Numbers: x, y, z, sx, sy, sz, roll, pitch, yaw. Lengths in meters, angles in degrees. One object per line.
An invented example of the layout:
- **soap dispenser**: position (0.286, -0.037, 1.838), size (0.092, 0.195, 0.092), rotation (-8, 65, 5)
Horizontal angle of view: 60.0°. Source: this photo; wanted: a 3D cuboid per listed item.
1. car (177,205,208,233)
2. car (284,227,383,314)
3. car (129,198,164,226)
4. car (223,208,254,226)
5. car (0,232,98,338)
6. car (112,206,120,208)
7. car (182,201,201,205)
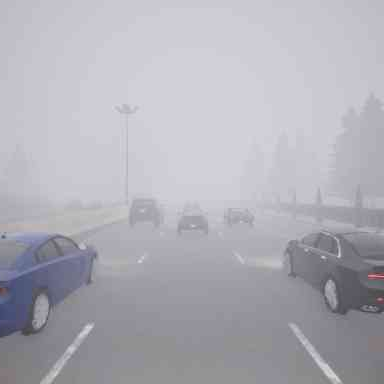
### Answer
- **car**: position (0.035, 1.761, 21.185), size (1.812, 1.442, 4.674), rotation (0, -1, 0)
- **car**: position (3.582, 1.592, 7.791), size (1.837, 1.490, 4.892), rotation (0, -1, 0)
- **car**: position (-3.466, 1.510, 25.919), size (2.150, 2.045, 5.566), rotation (0, -1, 0)
- **car**: position (3.534, 1.892, 26.210), size (1.895, 1.301, 4.718), rotation (0, -1, 0)
- **car**: position (-3.415, 1.555, 6.880), size (1.882, 1.535, 5.008), rotation (0, -1, 0)
- **car**: position (-11.268, 2.122, 51.774), size (2.033, 1.411, 5.357), rotation (0, -1, -7)
- **car**: position (-0.020, 1.780, 38.620), size (2.097, 1.767, 4.553), rotation (0, -1, -1)
